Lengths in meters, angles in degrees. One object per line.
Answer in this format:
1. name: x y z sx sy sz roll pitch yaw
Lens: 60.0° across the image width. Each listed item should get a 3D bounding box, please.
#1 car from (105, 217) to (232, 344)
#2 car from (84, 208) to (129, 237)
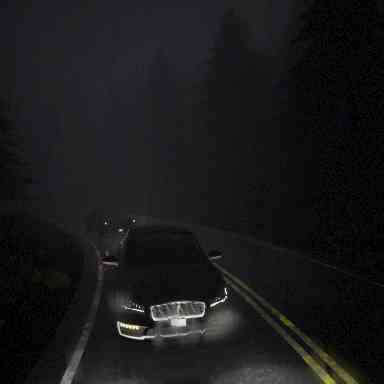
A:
1. car: -0.647 1.495 6.820 1.837 1.490 4.892 -1 0 -11
2. car: -4.641 1.612 18.559 1.895 1.301 4.718 -3 1 -29
